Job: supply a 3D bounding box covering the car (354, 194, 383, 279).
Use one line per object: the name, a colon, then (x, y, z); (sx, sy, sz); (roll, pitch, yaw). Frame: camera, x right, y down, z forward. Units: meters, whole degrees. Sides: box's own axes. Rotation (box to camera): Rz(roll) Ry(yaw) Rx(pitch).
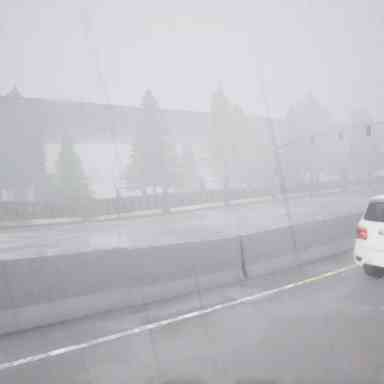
car: (6.229, 0.995, 8.224); (5.566, 2.045, 2.150); (-2, 1, -36)
